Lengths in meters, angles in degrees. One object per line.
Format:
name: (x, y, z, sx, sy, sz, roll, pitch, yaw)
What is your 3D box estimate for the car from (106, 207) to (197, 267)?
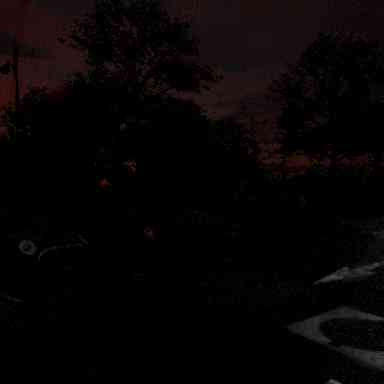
car: (-2.443, 1.286, 11.240, 4.553, 1.767, 2.185, -1, 0, 34)

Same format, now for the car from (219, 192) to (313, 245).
car: (2.423, 1.060, 14.777, 5.566, 2.045, 2.435, -1, 0, 35)

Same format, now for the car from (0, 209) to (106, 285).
car: (-4.951, 1.338, 9.526, 4.553, 1.767, 2.185, -1, 0, 34)

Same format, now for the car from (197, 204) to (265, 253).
car: (-0.008, 1.362, 13.020, 4.892, 1.521, 2.231, -1, 0, 34)
